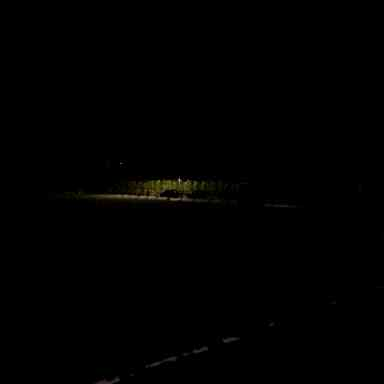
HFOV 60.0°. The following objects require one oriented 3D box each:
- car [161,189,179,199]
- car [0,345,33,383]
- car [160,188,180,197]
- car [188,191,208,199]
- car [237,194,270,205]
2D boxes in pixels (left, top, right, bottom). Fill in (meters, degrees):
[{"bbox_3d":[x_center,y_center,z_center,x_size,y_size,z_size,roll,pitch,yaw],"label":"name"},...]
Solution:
[{"bbox_3d":[-4.213,0.529,63.131,1.812,1.442,4.674,0,1,-35],"label":"car"},{"bbox_3d":[-3.157,1.550,0.819,5.357,1.411,2.033,0,0,-35],"label":"car"},{"bbox_3d":[-4.611,0.176,69.736,2.097,1.767,4.553,0,1,-35],"label":"car"},{"bbox_3d":[1.031,0.610,61.867,1.812,1.442,4.674,0,1,-35],"label":"car"},{"bbox_3d":[8.371,0.992,45.324,1.895,1.301,4.718,0,1,-35],"label":"car"}]
